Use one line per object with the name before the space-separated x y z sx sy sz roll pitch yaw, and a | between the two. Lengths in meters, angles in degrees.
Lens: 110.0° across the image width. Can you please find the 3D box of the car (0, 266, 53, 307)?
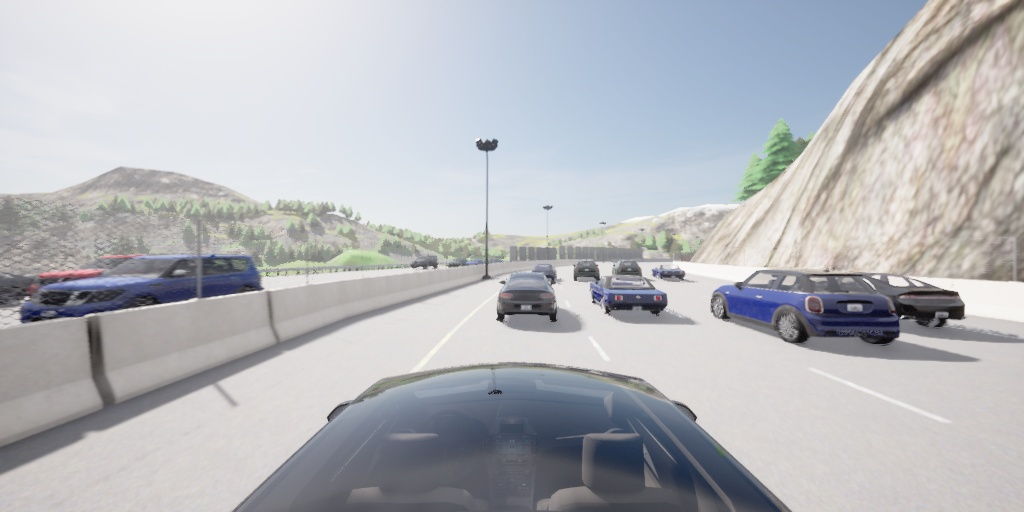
car | -20.639 1.193 12.791 2.128 1.511 4.902 0 0 4

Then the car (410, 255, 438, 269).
car | -13.334 0.943 54.977 2.150 2.045 5.566 0 0 16

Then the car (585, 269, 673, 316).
car | 4.127 1.362 13.523 1.895 1.301 4.718 0 0 4

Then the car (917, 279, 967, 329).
car | 11.013 1.269 11.483 2.128 1.511 4.902 0 0 3

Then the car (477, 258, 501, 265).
car | -2.948 1.099 53.053 2.097 1.767 4.553 0 0 17

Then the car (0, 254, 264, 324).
car | -10.268 0.948 10.814 2.150 2.045 5.566 0 0 3

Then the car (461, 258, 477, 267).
car | -5.791 1.219 55.806 1.882 1.535 5.008 0 0 17

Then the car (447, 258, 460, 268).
car | -8.698 1.086 58.253 2.097 1.767 4.553 0 0 18

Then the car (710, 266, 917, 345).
car | 7.416 1.120 9.769 2.097 1.767 4.553 0 0 3

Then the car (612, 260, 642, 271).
car | 10.049 1.129 31.611 2.097 1.767 4.553 0 0 10

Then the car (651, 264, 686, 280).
car | 13.520 1.386 31.311 1.895 1.301 4.718 0 0 11

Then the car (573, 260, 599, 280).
car | 6.338 1.120 30.773 2.097 1.767 4.553 0 0 10

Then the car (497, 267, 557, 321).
car | 0.540 1.278 12.338 1.812 1.442 4.674 0 0 4

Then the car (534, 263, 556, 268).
car | 2.791 1.323 30.855 1.994 1.385 4.181 0 0 10
